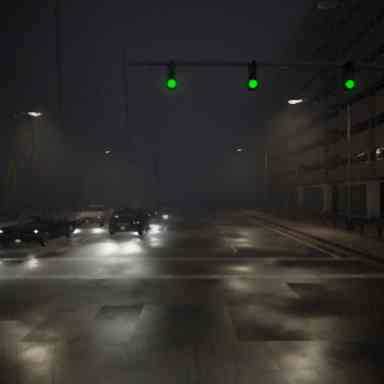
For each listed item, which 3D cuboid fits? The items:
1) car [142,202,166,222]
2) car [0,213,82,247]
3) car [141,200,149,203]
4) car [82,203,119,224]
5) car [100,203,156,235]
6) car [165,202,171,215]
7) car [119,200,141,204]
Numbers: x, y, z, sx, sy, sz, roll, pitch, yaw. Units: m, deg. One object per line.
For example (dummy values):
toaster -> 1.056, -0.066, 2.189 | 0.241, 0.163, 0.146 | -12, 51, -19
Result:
car -> -3.637, 1.845, 29.194 | 1.895, 1.301, 4.718 | 0, -1, 0
car -> -7.135, 1.722, 15.846 | 1.895, 1.301, 4.718 | 0, -1, 0
car -> -7.121, 1.908, 47.884 | 2.128, 1.511, 4.902 | 0, -1, 0
car -> -7.133, 1.731, 24.967 | 1.812, 1.442, 4.674 | 0, -1, 0
car -> -3.626, 1.650, 19.926 | 2.128, 1.511, 4.902 | 0, 0, 0
car -> -3.634, 1.861, 39.190 | 1.812, 1.442, 4.674 | 0, -1, 0
car -> -7.139, 1.846, 35.217 | 2.033, 1.411, 5.357 | 0, -1, 0
